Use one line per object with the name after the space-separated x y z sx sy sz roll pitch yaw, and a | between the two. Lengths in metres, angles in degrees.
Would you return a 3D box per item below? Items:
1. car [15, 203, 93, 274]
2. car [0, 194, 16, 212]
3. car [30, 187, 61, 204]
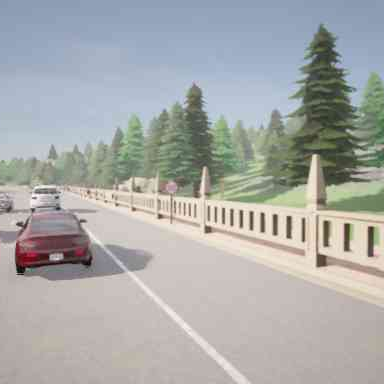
-4.100 1.289 9.850 1.812 1.442 4.674 -1 2 -24 | car
-16.150 0.889 27.960 1.812 1.442 4.674 -1 2 -24 | car
-12.174 0.567 27.670 2.150 2.045 5.566 -1 1 -24 | car
